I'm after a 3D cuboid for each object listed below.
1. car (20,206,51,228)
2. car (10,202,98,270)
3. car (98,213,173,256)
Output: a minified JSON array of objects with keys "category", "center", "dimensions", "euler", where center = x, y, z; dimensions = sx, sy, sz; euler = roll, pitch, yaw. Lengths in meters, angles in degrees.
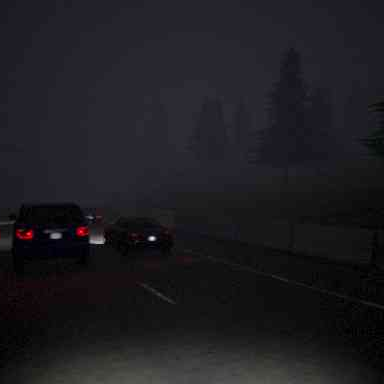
[{"category":"car","center":[-11.742,1.824,25.161],"dimensions":[1.994,1.385,4.181],"euler":[0,-1,-23]},{"category":"car","center":[-5.133,1.349,11.823],"dimensions":[2.150,2.045,5.566],"euler":[0,0,-28]},{"category":"car","center":[-2.416,1.723,14.191],"dimensions":[1.994,1.385,4.181],"euler":[0,-1,-28]}]
